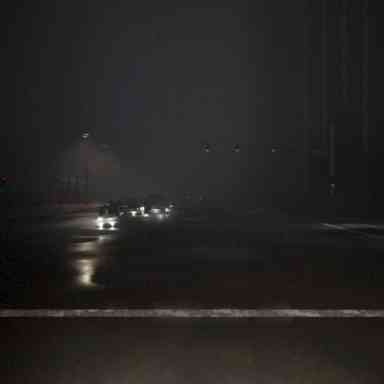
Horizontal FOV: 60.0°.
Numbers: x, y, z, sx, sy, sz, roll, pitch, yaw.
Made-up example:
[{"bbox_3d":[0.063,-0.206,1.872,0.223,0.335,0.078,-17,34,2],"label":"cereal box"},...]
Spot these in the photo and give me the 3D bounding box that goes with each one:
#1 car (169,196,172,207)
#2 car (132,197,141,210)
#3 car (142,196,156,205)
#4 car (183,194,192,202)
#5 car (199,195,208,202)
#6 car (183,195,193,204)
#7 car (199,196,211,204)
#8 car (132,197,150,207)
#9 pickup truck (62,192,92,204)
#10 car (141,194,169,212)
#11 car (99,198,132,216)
[{"bbox_3d":[-4.287,1.601,48.354,1.895,1.301,4.718,0,0,-1],"label":"car"},{"bbox_3d":[-7.730,1.477,42.075,1.882,1.535,5.008,0,0,-1],"label":"car"},{"bbox_3d":[-7.887,1.477,61.575,1.882,1.535,5.008,0,0,0],"label":"car"},{"bbox_3d":[-0.966,1.355,75.332,2.097,1.767,4.553,0,0,-1],"label":"car"},{"bbox_3d":[2.535,1.524,75.088,1.812,1.442,4.674,0,0,-1],"label":"car"},{"bbox_3d":[-0.764,1.601,65.185,1.895,1.301,4.718,0,0,0],"label":"car"},{"bbox_3d":[2.740,1.491,64.704,2.128,1.511,4.902,0,0,-1],"label":"car"},{"bbox_3d":[-7.822,1.491,51.623,2.128,1.511,4.902,0,0,-1],"label":"car"},{"bbox_3d":[-20.934,1.058,59.919,2.390,2.098,6.274,0,0,30],"label":"pickup truck"},{"bbox_3d":[-4.191,1.221,38.406,2.150,2.045,5.566,0,0,-1],"label":"car"},{"bbox_3d":[-7.708,1.491,32.772,2.128,1.511,4.902,0,0,2],"label":"car"}]
